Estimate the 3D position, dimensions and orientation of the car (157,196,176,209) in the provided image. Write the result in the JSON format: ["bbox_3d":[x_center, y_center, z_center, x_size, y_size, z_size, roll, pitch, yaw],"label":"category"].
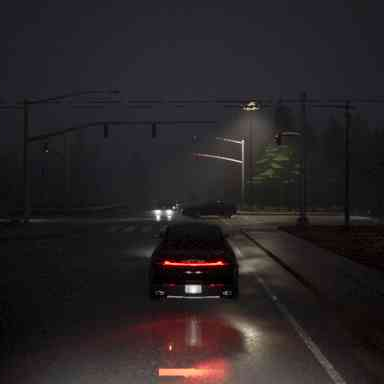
[{"bbox_3d":[-3.599,1.601,44.843,1.895,1.301,4.718,0,0,0],"label":"car"}]

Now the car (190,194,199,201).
[{"bbox_3d":[0.567,1.355,80.865,2.097,1.767,4.553,0,0,2],"label":"car"}]

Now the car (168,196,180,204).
[{"bbox_3d":[-3.464,1.505,64.146,1.837,1.490,4.892,0,0,1],"label":"car"}]

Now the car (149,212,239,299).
[{"bbox_3d":[0.047,1.501,8.439,1.837,1.490,4.892,0,0,1],"label":"car"}]

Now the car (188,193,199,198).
[{"bbox_3d":[0.296,1.224,70.472,2.150,2.045,5.566,0,0,2],"label":"car"}]

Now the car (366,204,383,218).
[{"bbox_3d":[17.996,1.552,29.505,4.674,1.442,1.812,0,0,1],"label":"car"}]

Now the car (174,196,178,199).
[{"bbox_3d":[-3.576,1.477,54.125,1.882,1.535,5.008,0,0,0],"label":"car"}]

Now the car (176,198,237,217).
[{"bbox_3d":[1.455,1.505,28.801,4.902,1.511,2.128,0,0,-17],"label":"car"}]
